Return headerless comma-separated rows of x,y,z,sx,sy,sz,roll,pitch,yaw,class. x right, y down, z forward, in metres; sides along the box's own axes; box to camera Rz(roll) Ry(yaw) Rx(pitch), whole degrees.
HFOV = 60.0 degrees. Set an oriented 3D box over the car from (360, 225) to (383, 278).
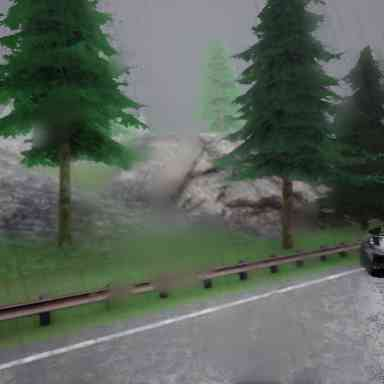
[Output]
6.775,1.178,8.873,5.566,2.045,2.150,0,0,-36,car
